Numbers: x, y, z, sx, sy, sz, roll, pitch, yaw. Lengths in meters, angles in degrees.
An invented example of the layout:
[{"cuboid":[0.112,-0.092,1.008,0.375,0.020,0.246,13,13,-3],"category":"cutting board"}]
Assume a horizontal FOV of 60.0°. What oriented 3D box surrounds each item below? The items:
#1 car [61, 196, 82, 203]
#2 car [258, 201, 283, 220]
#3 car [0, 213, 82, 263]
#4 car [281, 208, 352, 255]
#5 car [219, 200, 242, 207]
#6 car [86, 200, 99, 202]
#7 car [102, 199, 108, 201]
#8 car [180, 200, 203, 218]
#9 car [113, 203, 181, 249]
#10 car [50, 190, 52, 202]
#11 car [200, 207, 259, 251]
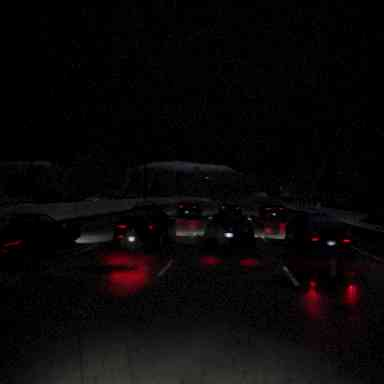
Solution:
[{"cuboid":[-18.822,1.192,51.613,1.895,1.301,4.718,1,0,7],"category":"car"},{"cuboid":[6.839,1.553,28.831,2.128,1.511,4.902,1,0,7],"category":"car"},{"cuboid":[-5.792,1.428,11.445,2.033,1.411,5.357,1,0,7],"category":"car"},{"cuboid":[5.070,1.586,13.733,1.812,1.442,4.674,1,0,7],"category":"car"},{"cuboid":[3.363,1.493,29.238,2.128,1.511,4.902,1,0,7],"category":"car"},{"cuboid":[-15.124,1.181,52.992,1.812,1.442,4.674,1,0,7],"category":"car"},{"cuboid":[-11.765,1.276,51.710,1.994,1.385,4.181,1,0,7],"category":"car"},{"cuboid":[-0.112,1.434,29.651,2.128,1.511,4.902,1,0,7],"category":"car"},{"cuboid":[-1.894,1.446,14.443,1.837,1.490,4.892,1,0,7],"category":"car"},{"cuboid":[-22.319,0.752,51.737,2.150,2.045,5.566,1,0,7],"category":"car"},{"cuboid":[1.609,1.563,14.263,1.994,1.385,4.181,1,0,7],"category":"car"}]
